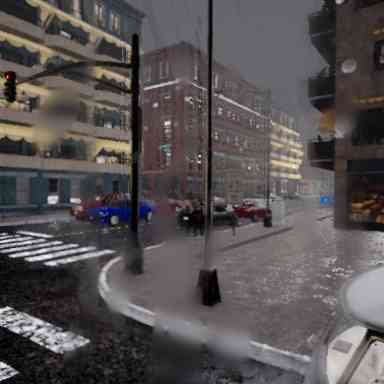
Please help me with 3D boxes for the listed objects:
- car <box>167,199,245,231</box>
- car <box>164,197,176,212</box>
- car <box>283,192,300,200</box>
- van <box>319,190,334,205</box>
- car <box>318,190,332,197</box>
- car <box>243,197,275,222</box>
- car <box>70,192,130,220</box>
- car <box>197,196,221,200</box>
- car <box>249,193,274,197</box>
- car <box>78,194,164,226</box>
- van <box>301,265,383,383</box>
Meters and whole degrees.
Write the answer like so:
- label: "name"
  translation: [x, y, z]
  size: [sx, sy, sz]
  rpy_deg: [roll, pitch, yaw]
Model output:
- label: "car"
  translation: [0.909, 1.309, 18.316]
  size: [1.947, 1.339, 4.313]
  rpy_deg: [2, 2, 35]
- label: "car"
  translation: [-2.718, 1.109, 27.724]
  size: [1.887, 1.381, 4.507]
  rpy_deg: [2, 2, 35]
- label: "car"
  translation: [16.508, 0.647, 55.063]
  size: [1.947, 1.339, 4.313]
  rpy_deg: [2, 2, 35]
- label: "van"
  translation: [16.934, 0.682, 41.094]
  size: [1.690, 1.788, 3.998]
  rpy_deg: [2, 2, 35]
- label: "car"
  translation: [29.327, 0.305, 73.289]
  size: [1.887, 1.381, 4.507]
  rpy_deg: [2, 2, 35]
- label: "car"
  translation: [4.113, 1.244, 22.873]
  size: [1.802, 1.307, 4.206]
  rpy_deg: [2, 2, 35]
- label: "car"
  translation: [-5.920, 0.960, 23.161]
  size: [2.192, 1.841, 5.009]
  rpy_deg: [2, 2, 35]
- label: "car"
  translation: [1.319, 1.071, 28.980]
  size: [1.812, 1.442, 4.674]
  rpy_deg: [1, 1, 35]
- label: "car"
  translation: [7.116, 1.001, 37.213]
  size: [1.895, 1.301, 4.718]
  rpy_deg: [1, 1, 35]
- label: "car"
  translation: [-4.296, 1.165, 20.997]
  size: [1.882, 1.535, 5.008]
  rpy_deg: [1, 1, 35]
- label: "van"
  translation: [2.377, 1.347, 1.169]
  size: [3.998, 1.788, 1.690]
  rpy_deg: [0, 1, 36]
